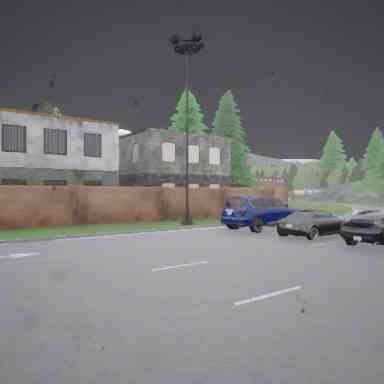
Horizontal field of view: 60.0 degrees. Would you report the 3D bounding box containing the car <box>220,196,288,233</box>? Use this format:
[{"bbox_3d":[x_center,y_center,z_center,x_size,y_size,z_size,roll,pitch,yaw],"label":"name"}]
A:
[{"bbox_3d":[4.228,1.255,19.782,5.566,2.045,2.150,0,0,-35],"label":"car"}]

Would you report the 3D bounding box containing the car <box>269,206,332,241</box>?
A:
[{"bbox_3d":[6.236,1.569,16.916,4.181,1.385,1.994,0,0,-35],"label":"car"}]

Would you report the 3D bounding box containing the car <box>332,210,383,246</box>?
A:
[{"bbox_3d":[8.269,1.513,14.066,4.892,1.490,1.837,0,0,-35],"label":"car"}]
